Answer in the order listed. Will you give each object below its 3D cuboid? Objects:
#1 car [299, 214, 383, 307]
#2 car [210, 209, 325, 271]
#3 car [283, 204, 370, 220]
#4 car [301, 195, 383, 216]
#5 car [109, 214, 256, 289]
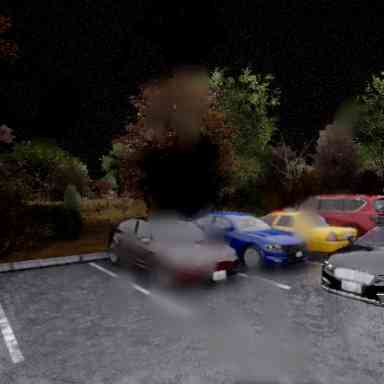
[{"bbox_3d":[4.892,1.437,7.461,4.902,1.511,2.128,0,0,-35],"label":"car"},{"bbox_3d":[1.479,1.430,11.123,2.097,1.535,5.008,0,0,-36],"label":"car"},{"bbox_3d":[3.539,1.409,12.814,1.946,1.575,5.366,0,0,-36],"label":"car"},{"bbox_3d":[5.896,1.142,14.303,2.435,2.045,5.566,0,0,-36],"label":"car"},{"bbox_3d":[-0.769,1.478,9.476,2.163,1.488,4.792,0,0,-35],"label":"car"}]
